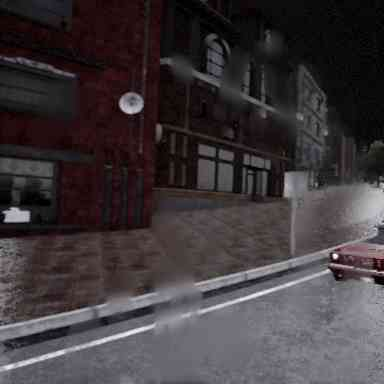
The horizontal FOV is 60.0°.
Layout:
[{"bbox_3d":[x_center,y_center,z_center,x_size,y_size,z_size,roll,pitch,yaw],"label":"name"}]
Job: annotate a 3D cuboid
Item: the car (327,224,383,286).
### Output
[{"bbox_3d":[5.408,1.561,8.669,4.718,1.301,1.895,-1,1,-42],"label":"car"}]
